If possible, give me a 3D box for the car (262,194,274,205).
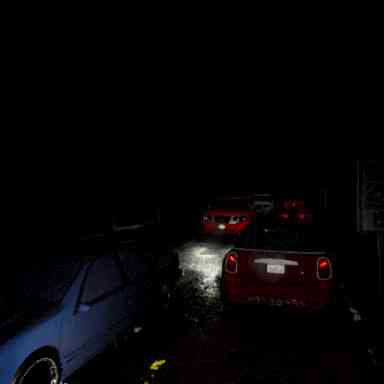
[{"bbox_3d":[6.283,1.226,30.468,2.150,2.045,5.566,0,0,17],"label":"car"}]

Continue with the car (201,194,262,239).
[{"bbox_3d":[2.163,1.227,17.469,2.150,2.045,5.566,0,0,18],"label":"car"}]

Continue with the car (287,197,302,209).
[{"bbox_3d":[14.242,1.480,46.212,1.882,1.535,5.008,0,0,18],"label":"car"}]

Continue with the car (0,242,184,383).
[{"bbox_3d":[-1.789,1.547,5.097,2.033,1.411,5.357,0,0,19],"label":"car"}]

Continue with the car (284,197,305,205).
[{"bbox_3d":[11.240,1.355,36.567,2.097,1.767,4.553,0,0,18],"label":"car"}]

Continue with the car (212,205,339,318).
[{"bbox_3d":[2.091,1.353,7.788,2.097,1.767,4.553,0,0,18],"label":"car"}]
